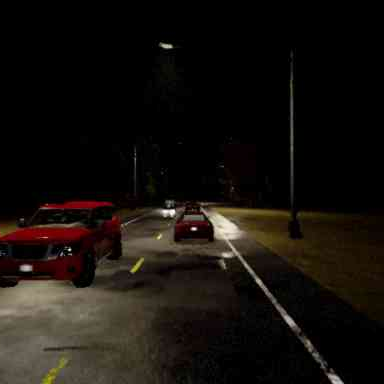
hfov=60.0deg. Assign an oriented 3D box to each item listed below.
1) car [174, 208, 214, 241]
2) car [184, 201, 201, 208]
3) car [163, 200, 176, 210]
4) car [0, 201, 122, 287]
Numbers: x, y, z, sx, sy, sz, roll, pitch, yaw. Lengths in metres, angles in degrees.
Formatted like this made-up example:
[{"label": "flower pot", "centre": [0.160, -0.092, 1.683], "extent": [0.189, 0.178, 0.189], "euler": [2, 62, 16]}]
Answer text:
[{"label": "car", "centre": [0.096, 1.757, 17.899], "extent": [1.994, 1.385, 4.181], "euler": [0, -1, 0]}, {"label": "car", "centre": [0.089, 1.977, 43.907], "extent": [1.837, 1.490, 4.892], "euler": [0, 0, 0]}, {"label": "car", "centre": [-3.579, 2.064, 53.499], "extent": [2.128, 1.511, 4.902], "euler": [0, -1, 0]}, {"label": "car", "centre": [-3.601, 1.330, 9.998], "extent": [2.150, 2.045, 5.566], "euler": [0, -1, 0]}]
